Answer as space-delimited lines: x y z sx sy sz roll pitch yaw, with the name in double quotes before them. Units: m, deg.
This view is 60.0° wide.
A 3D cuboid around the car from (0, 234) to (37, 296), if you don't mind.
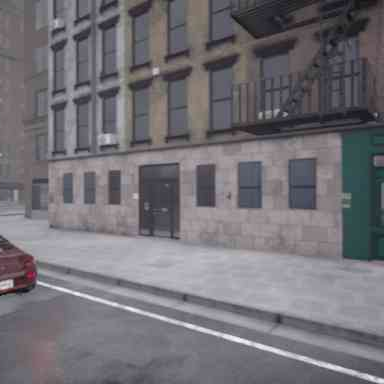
"car" -5.308 1.540 7.480 4.674 1.442 1.812 0 0 36
